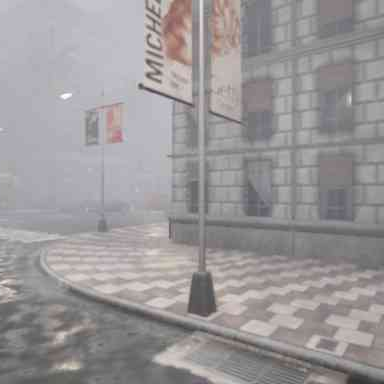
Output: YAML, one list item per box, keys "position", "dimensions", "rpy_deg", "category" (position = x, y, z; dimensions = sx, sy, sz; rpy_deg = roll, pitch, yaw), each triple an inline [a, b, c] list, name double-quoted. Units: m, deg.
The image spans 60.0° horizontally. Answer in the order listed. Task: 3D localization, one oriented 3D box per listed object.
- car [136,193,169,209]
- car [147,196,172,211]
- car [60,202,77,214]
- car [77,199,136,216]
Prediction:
- position: [-5.035, 1.214, 43.456]
  dimensions: [2.150, 2.045, 5.566]
  rpy_deg: [0, 0, 37]
  category: "car"
- position: [-2.623, 1.541, 40.977]
  dimensions: [2.033, 1.411, 5.357]
  rpy_deg: [0, 0, 35]
  category: "car"
- position: [-11.134, 1.541, 35.248]
  dimensions: [2.033, 1.411, 5.357]
  rpy_deg: [0, 0, 36]
  category: "car"
- position: [-8.373, 1.485, 33.060]
  dimensions: [2.128, 1.511, 4.902]
  rpy_deg: [0, 0, 37]
  category: "car"
